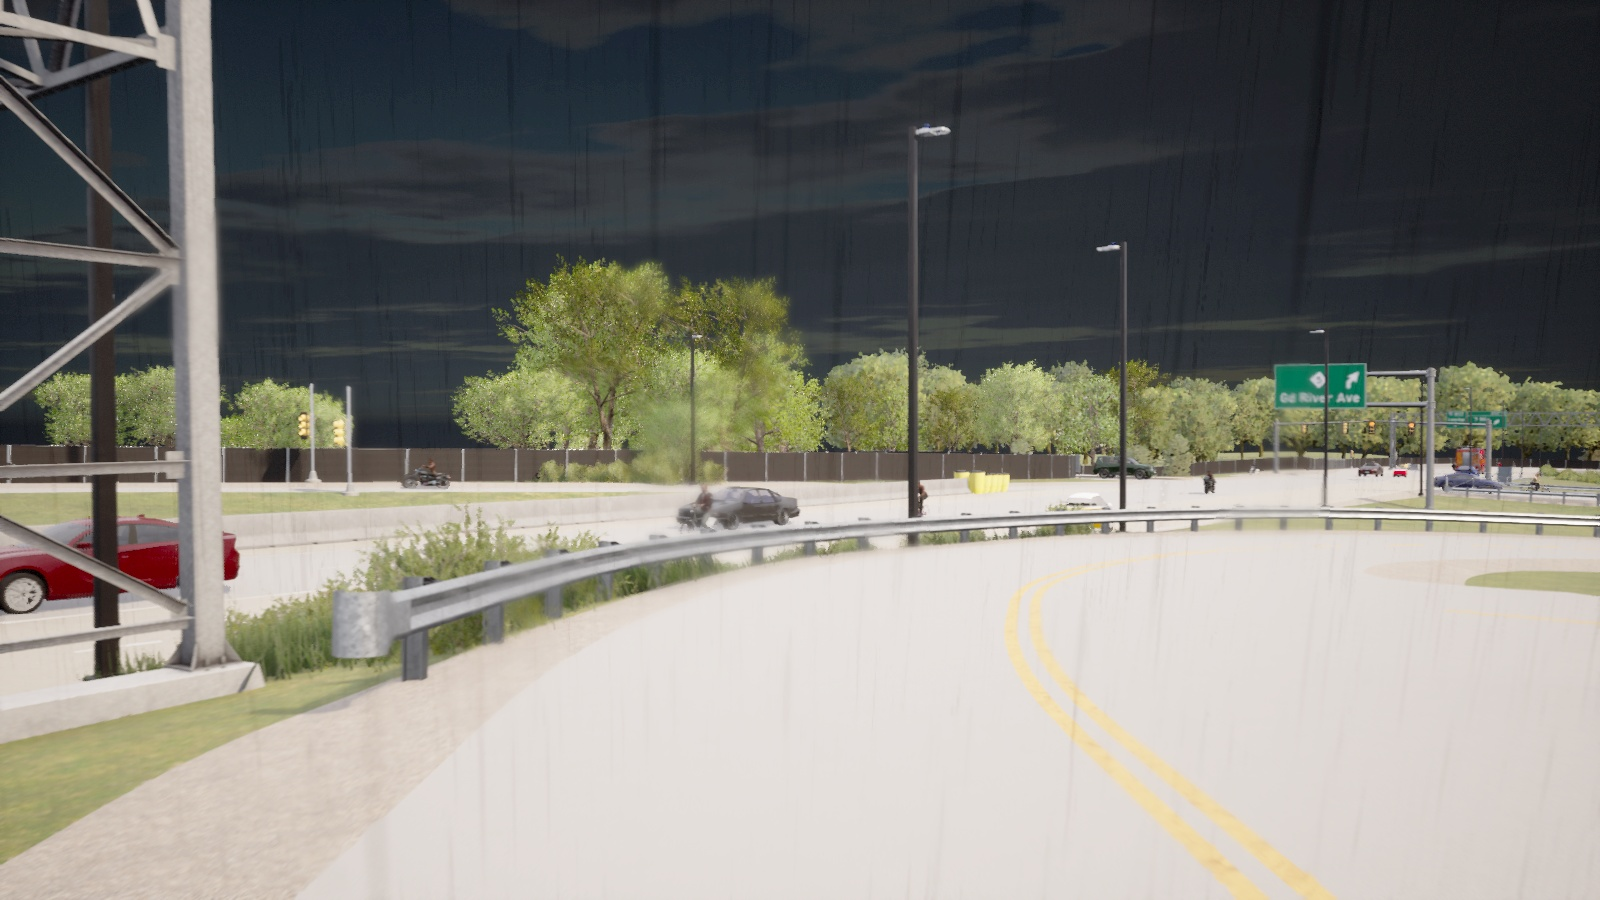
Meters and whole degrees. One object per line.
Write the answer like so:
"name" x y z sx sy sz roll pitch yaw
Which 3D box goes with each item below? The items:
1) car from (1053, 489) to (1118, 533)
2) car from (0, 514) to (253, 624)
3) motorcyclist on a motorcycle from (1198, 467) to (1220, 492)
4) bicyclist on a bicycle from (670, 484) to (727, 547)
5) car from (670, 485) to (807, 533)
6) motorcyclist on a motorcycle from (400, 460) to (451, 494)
"car" 9.908 2.079 43.542 1.481 1.376 2.207 0 1 34
"car" -12.693 2.052 22.571 1.882 1.535 5.008 0 0 34
"motorcyclist on a motorcycle" 26.084 1.846 80.017 0.797 1.523 2.044 0 0 34
"bicyclist on a bicycle" -2.966 1.904 36.980 0.659 1.776 1.843 0 0 34
"car" -2.092 2.047 44.532 2.033 1.411 5.357 0 0 34
"motorcyclist on a motorcycle" -18.996 1.365 63.765 2.350 1.649 0.766 0 1 -29
